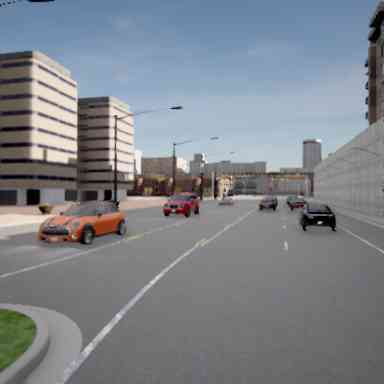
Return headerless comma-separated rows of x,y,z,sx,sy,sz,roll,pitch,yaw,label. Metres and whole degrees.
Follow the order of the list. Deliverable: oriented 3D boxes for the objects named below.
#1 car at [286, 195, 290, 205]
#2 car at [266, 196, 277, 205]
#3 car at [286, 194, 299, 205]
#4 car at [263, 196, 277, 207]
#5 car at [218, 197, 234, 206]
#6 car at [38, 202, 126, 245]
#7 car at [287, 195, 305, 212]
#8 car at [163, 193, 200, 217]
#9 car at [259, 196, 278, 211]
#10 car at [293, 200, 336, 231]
15.026,1.465,48.752,2.128,1.511,4.902,0,0,15,car
14.321,1.449,59.695,1.837,1.490,4.892,0,0,15,car
17.696,1.318,58.765,2.097,1.767,4.553,0,0,15,car
11.751,1.429,50.056,1.882,1.535,5.008,0,0,15,car
5.489,1.508,53.816,1.895,1.301,4.718,0,0,15,car
-4.877,1.287,15.372,2.097,1.767,4.553,0,0,16,car
12.388,1.487,38.686,1.837,1.490,4.892,0,0,16,car
-0.839,1.137,30.370,2.150,2.045,5.566,0,1,15,car
9.126,1.451,40.004,2.128,1.511,4.902,0,0,15,car
7.678,1.488,20.684,2.128,1.511,4.902,0,0,15,car
